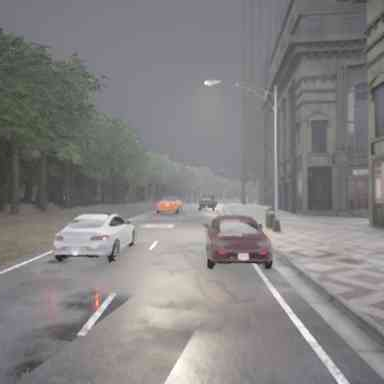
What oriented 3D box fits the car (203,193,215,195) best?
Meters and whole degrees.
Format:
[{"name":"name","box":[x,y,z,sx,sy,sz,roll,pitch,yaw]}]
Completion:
[{"name":"car","box":[2.680,1.241,51.235,2.150,2.045,5.566,0,0,7]}]

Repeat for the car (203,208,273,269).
[{"name":"car","box":[1.356,1.451,10.745,1.812,1.442,4.674,0,0,1]}]

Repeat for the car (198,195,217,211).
[{"name":"car","box":[1.751,1.407,39.629,1.837,1.490,4.892,0,-1,3]}]

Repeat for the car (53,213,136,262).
[{"name":"car","box":[-3.216,1.443,11.631,1.812,1.442,4.674,0,0,1]}]

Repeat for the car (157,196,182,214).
[{"name":"car","box":[-2.179,1.223,33.486,2.097,1.767,4.553,0,0,4]}]
